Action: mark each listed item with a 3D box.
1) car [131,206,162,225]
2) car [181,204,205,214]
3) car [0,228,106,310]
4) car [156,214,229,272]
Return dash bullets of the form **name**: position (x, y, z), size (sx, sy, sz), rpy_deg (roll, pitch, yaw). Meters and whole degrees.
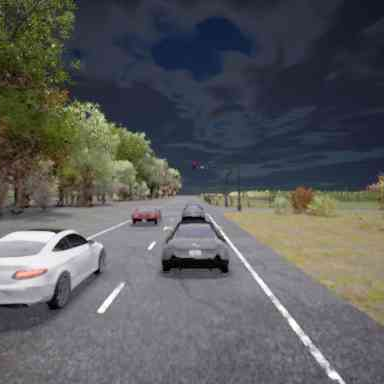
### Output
- **car**: position (-3.396, 1.752, 25.794), size (1.895, 1.301, 4.718), rpy_deg (0, 0, 0)
- **car**: position (0.104, 1.730, 28.429), size (1.994, 1.385, 4.181), rpy_deg (0, 0, 0)
- **car**: position (-3.416, 1.573, 7.811), size (1.812, 1.442, 4.674), rpy_deg (0, 0, 0)
- **car**: position (0.094, 1.630, 11.034), size (1.994, 1.385, 4.181), rpy_deg (0, 0, 0)
